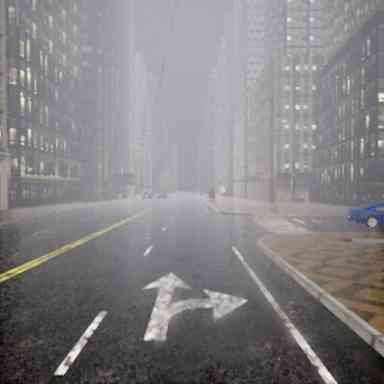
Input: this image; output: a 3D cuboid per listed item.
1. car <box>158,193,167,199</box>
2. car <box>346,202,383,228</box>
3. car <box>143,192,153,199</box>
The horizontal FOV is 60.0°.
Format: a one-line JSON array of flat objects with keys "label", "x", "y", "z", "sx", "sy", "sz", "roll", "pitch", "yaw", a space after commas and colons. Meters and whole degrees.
[{"label": "car", "x": -6.493, "y": 0.821, "z": 73.488, "sx": 2.033, "sy": 1.411, "sz": 5.357, "roll": 0, "pitch": 0, "yaw": 0}, {"label": "car", "x": 12.592, "y": 1.423, "z": 21.348, "sx": 5.008, "sy": 1.535, "sz": 1.882, "roll": 0, "pitch": 1, "yaw": 3}, {"label": "car", "x": -9.743, "y": 0.807, "z": 73.488, "sx": 2.128, "sy": 1.511, "sz": 4.902, "roll": 0, "pitch": 0, "yaw": 0}]
